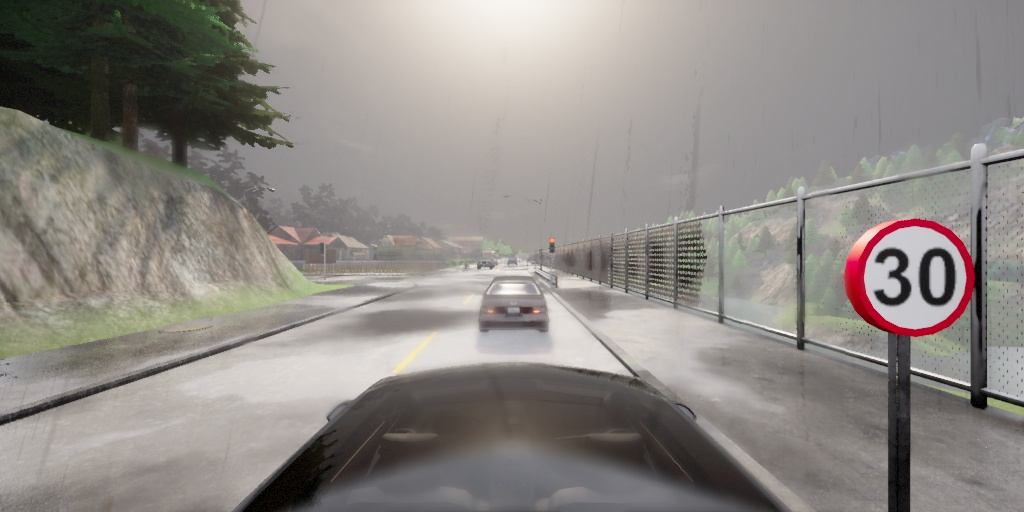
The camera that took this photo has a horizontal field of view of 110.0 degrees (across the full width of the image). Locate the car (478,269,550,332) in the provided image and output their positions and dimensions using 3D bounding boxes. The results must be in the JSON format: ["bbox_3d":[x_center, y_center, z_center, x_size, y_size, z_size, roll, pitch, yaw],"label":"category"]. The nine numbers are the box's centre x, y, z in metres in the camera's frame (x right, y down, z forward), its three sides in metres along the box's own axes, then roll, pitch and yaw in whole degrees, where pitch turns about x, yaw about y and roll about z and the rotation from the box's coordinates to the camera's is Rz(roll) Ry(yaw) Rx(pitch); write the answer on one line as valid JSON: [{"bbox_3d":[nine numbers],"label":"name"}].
[{"bbox_3d":[0.058,1.297,10.757,2.033,1.411,5.357,0,0,0],"label":"car"}]

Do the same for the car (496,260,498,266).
[{"bbox_3d":[-3.986,1.297,64.898,2.033,1.411,5.357,0,0,0],"label":"car"}]

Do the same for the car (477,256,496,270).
[{"bbox_3d":[-4.035,0.971,54.656,2.150,2.045,5.566,0,0,0],"label":"car"}]
